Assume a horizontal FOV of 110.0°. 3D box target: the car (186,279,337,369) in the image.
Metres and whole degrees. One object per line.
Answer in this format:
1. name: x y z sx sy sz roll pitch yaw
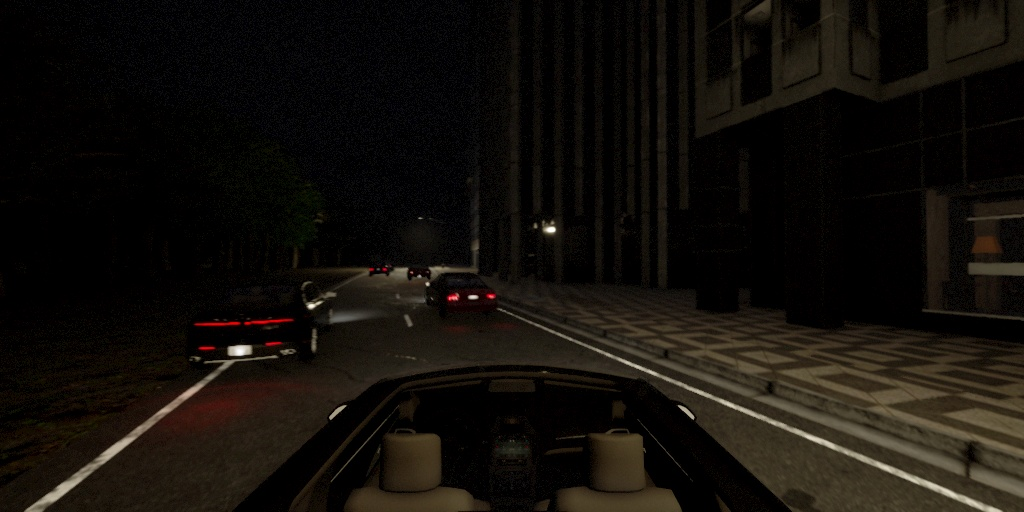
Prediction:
1. car: -5.170 1.250 7.936 1.837 1.490 4.892 0 0 -21

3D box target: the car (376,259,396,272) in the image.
1. car: -16.109 1.221 45.948 1.882 1.535 5.008 0 0 -13

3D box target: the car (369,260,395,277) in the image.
1. car: -13.193 1.298 35.906 2.033 1.411 5.357 0 0 -16

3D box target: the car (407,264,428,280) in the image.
1. car: -8.318 1.383 31.929 1.895 1.301 4.718 0 0 -17

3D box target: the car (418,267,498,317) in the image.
1. car: -2.091 1.334 13.521 2.033 1.411 5.357 0 0 -20
